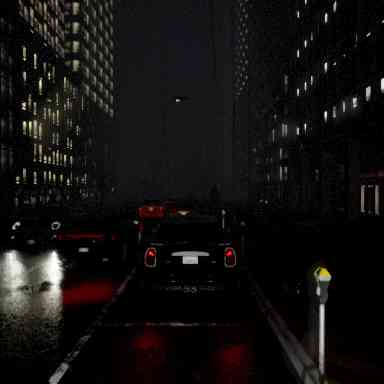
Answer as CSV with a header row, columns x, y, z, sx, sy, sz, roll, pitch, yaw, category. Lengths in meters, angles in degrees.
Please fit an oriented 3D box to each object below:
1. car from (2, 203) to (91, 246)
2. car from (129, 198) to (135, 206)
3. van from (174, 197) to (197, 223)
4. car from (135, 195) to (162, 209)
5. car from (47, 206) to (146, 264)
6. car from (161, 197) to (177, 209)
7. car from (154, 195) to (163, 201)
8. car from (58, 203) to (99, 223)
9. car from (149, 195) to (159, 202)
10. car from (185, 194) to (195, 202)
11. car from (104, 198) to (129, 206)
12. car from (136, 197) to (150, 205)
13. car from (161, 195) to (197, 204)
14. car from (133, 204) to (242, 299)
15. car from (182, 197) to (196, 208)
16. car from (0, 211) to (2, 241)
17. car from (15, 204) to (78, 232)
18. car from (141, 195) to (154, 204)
x,y,z,sx,sy,sz,roll,pitch,yaw,category
-6.246,1.349,15.183,2.097,1.767,4.553,0,0,0,car
-8.843,1.541,49.090,2.008,1.369,4.403,-1,0,0,car
-0.465,1.336,26.356,1.690,1.788,3.998,-1,0,0,van
-3.145,1.346,27.678,2.097,1.767,4.553,0,0,0,car
-3.046,1.475,11.812,1.882,1.535,5.008,0,0,0,car
-3.045,1.496,45.155,1.837,1.490,4.892,0,0,0,car
-8.844,1.545,88.876,1.947,1.339,4.313,-1,0,0,car
-8.843,1.577,26.356,1.802,1.307,4.206,-1,0,0,car
-8.844,1.509,77.339,1.752,1.417,4.829,-1,0,0,car
-0.465,1.298,77.509,2.192,1.841,5.009,-1,0,0,car
-8.844,1.544,37.723,2.008,1.369,4.403,-1,0,0,car
-8.843,1.570,60.458,1.802,1.307,4.206,-1,0,0,car
-0.465,1.311,20.672,2.192,1.841,5.009,-1,0,0,car
-0.033,1.351,8.621,2.097,1.767,4.553,0,0,0,car
-0.463,1.541,49.090,2.008,1.369,4.403,-1,0,0,car
-8.843,1.542,14.989,1.887,1.381,4.507,-1,0,0,car
-8.844,1.547,20.672,2.008,1.369,4.403,-1,0,0,car
-8.845,1.427,66.141,1.967,1.590,4.097,-1,0,0,car
